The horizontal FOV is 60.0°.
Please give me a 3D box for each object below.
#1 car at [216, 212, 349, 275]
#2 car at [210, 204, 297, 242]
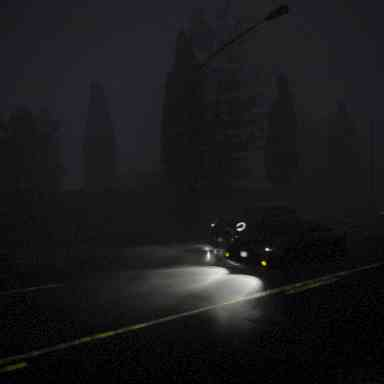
[{"bbox_3d":[3.074,1.555,10.501,4.181,1.385,1.994,0,0,-36],"label":"car"},{"bbox_3d":[2.963,1.340,14.728,4.553,1.767,2.097,0,0,-36],"label":"car"}]
